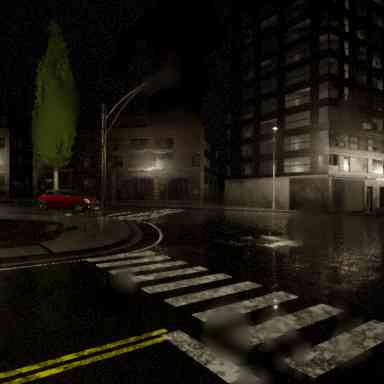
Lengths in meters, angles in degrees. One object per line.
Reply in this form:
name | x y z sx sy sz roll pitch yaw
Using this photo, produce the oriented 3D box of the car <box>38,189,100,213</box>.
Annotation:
car | -9.553 0.617 26.029 4.553 1.767 2.097 1 0 11
